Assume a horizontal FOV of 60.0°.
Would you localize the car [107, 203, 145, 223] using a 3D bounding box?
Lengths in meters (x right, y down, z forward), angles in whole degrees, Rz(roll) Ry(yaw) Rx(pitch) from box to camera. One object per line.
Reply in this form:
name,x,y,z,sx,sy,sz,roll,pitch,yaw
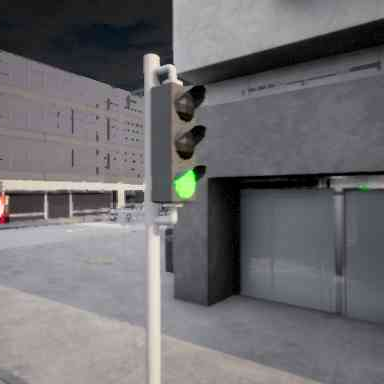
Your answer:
car,-4.704,1.618,27.107,1.812,1.442,4.674,0,0,35
